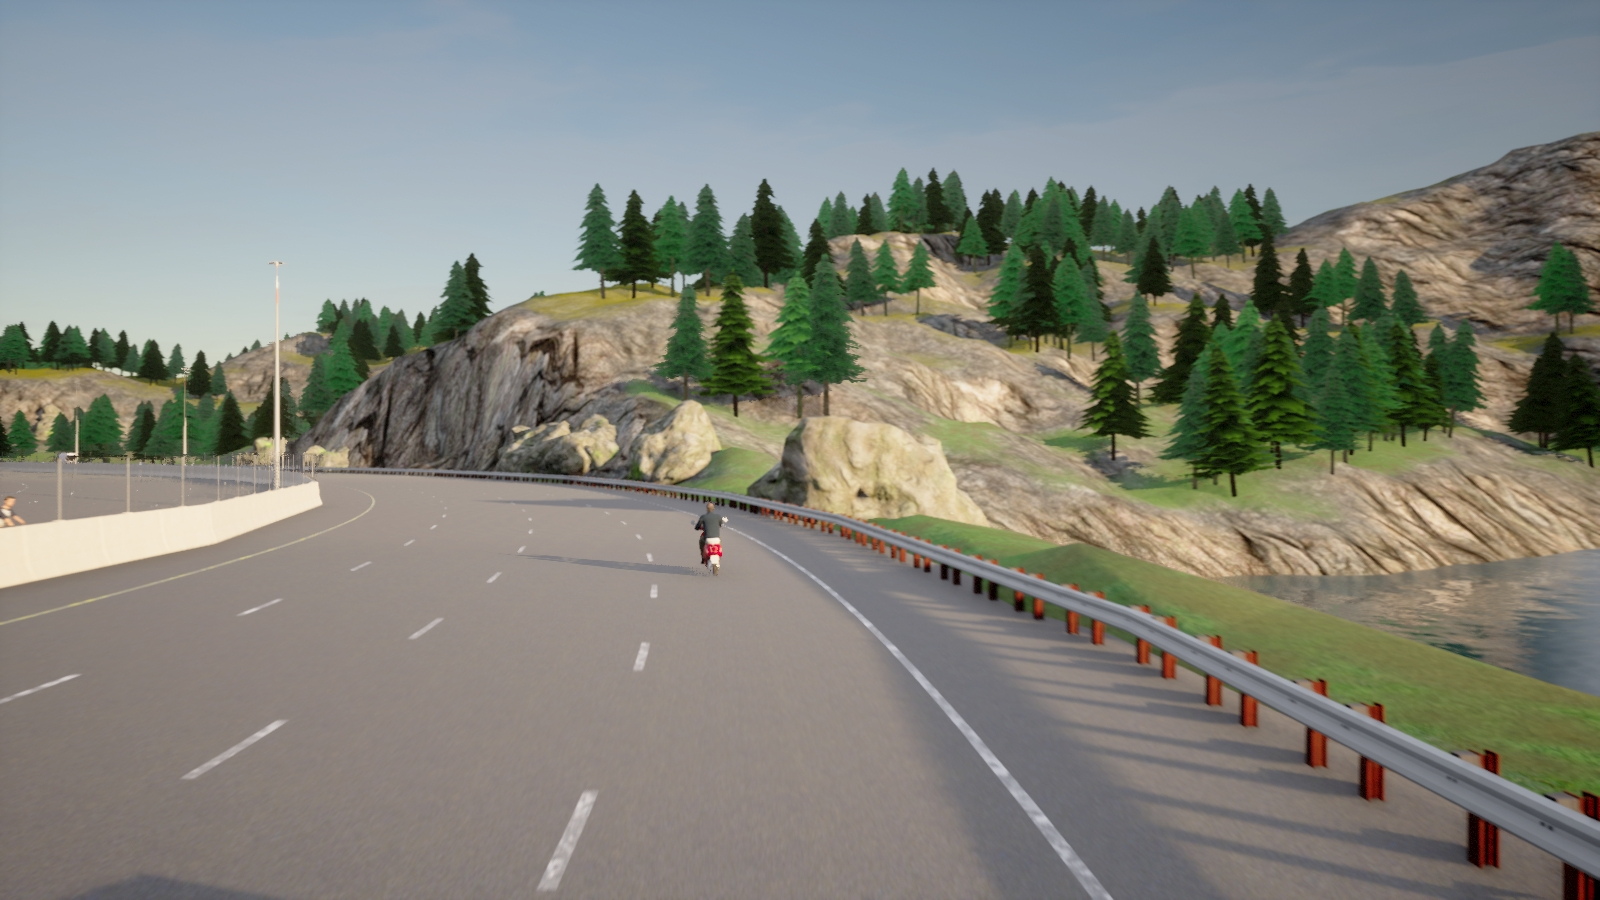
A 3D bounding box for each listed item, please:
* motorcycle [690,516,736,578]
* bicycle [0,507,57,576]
[{"bbox_3d":[-2.012,2.198,26.192,0.856,1.236,1.805,-3,0,-9],"label":"motorcycle"},{"bbox_3d":[-17.834,2.082,25.942,1.643,1.514,0.373,-1,-1,-6],"label":"bicycle"}]
